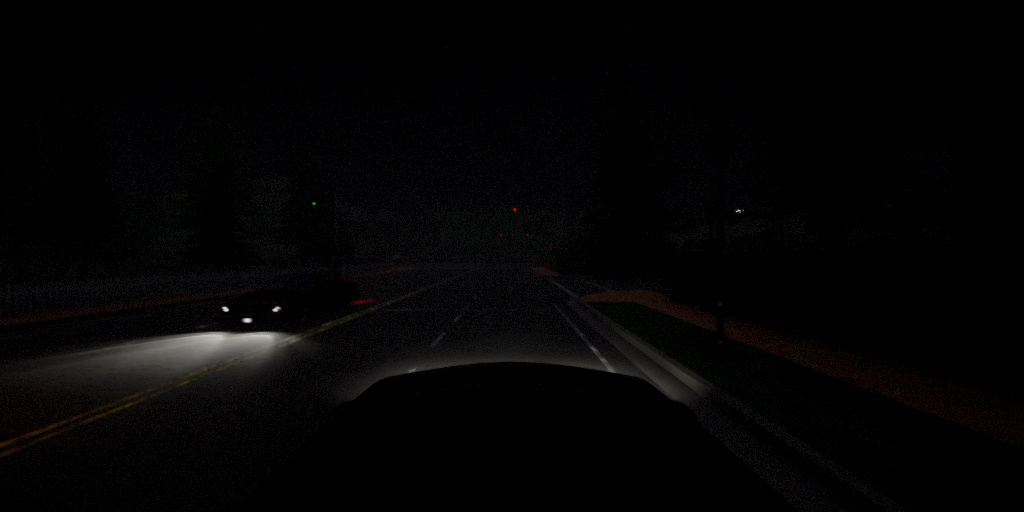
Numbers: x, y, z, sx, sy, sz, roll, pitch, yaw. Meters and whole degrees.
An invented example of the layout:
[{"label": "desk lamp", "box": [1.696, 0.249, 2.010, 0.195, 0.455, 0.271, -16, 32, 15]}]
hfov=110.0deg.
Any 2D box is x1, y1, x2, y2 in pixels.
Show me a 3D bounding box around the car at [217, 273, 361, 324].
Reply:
[{"label": "car", "box": [-7.009, 1.311, 12.150, 2.033, 1.411, 5.357, 0, 0, 0]}]
